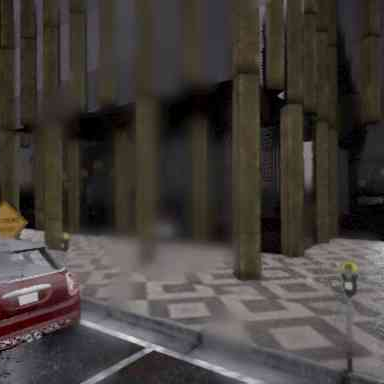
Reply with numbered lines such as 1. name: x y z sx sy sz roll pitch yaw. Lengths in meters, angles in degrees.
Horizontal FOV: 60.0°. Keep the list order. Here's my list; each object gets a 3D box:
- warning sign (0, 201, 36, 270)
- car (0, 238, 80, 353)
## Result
1. warning sign: -5.456 1.217 9.702 1.060 1.860 1.300 -1 0 36
2. car: -3.812 1.504 5.687 4.097 1.590 1.967 -1 0 36
